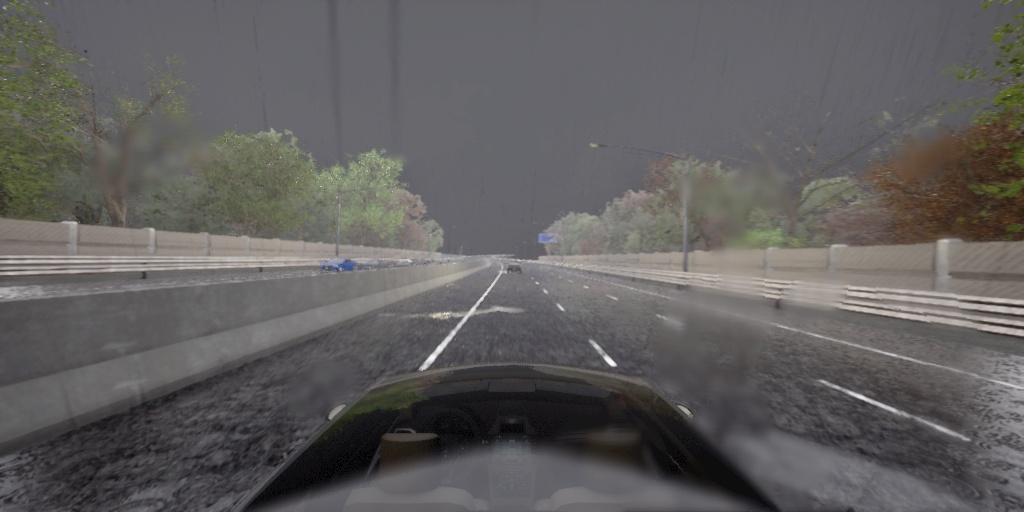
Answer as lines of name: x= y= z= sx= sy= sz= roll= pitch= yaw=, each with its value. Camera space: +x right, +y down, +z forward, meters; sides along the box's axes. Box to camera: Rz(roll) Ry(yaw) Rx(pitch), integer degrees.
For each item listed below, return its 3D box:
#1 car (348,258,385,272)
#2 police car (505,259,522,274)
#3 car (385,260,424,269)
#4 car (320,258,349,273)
car: x=-13.711 y=1.073 z=35.526 sx=2.033 sy=1.411 sz=5.357 roll=2 pitch=0 yaw=0
police car: x=0.302 y=1.492 z=49.092 sx=1.930 sy=1.638 sz=5.238 roll=2 pitch=-1 yaw=0
car: x=-10.223 y=1.194 z=34.349 sx=1.994 sy=1.385 sz=4.181 roll=2 pitch=0 yaw=0
car: x=-17.211 y=0.892 z=35.846 sx=1.882 sy=1.535 sz=5.008 roll=2 pitch=-1 yaw=0
